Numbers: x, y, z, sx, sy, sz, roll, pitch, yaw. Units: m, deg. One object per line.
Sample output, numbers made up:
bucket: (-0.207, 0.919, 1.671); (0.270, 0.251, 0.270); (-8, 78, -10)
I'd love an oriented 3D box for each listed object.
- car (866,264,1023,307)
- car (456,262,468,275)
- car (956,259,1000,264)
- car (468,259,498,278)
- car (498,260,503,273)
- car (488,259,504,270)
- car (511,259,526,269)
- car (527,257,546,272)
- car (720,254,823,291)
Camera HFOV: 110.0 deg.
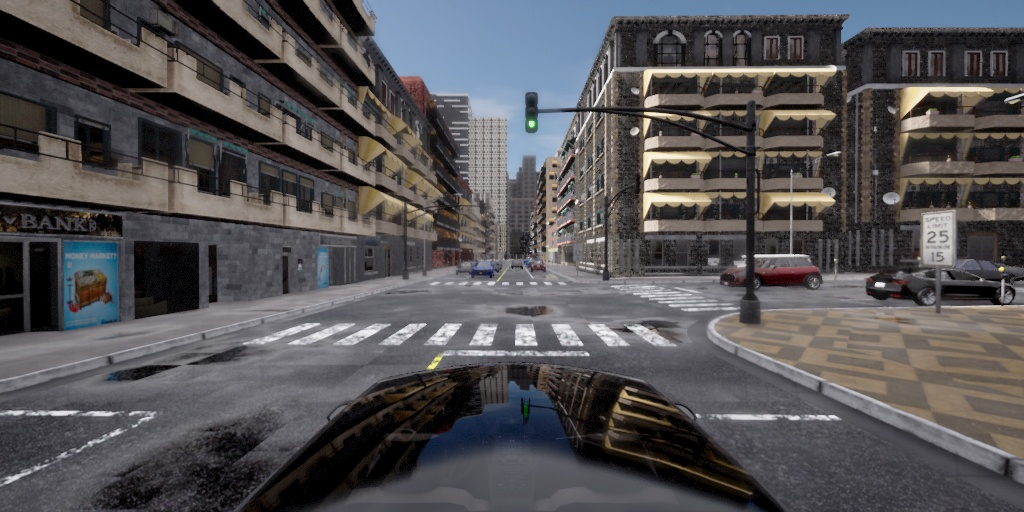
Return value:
car: (15.921, 1.085, 13.487); (4.313, 1.339, 1.948); (0, 0, 0)
car: (-5.202, 1.330, 40.026); (2.007, 1.370, 4.403); (0, 0, 1)
car: (24.114, 0.893, 19.286); (5.357, 1.411, 2.033); (-1, 0, 0)
car: (-2.688, 1.250, 34.056); (1.882, 1.535, 5.008); (0, 0, 1)
car: (-2.547, 1.348, 44.012); (1.994, 1.385, 4.181); (0, 0, 2)
car: (-2.419, 1.288, 53.988); (2.128, 1.511, 4.902); (0, 0, 1)
car: (0.830, 1.350, 58.979); (2.033, 1.411, 5.357); (0, 0, 0)
car: (3.249, 1.226, 45.440); (1.967, 1.591, 4.097); (0, 0, 1)
car: (13.782, 0.860, 19.294); (4.553, 1.767, 2.097); (-1, 0, 1)
